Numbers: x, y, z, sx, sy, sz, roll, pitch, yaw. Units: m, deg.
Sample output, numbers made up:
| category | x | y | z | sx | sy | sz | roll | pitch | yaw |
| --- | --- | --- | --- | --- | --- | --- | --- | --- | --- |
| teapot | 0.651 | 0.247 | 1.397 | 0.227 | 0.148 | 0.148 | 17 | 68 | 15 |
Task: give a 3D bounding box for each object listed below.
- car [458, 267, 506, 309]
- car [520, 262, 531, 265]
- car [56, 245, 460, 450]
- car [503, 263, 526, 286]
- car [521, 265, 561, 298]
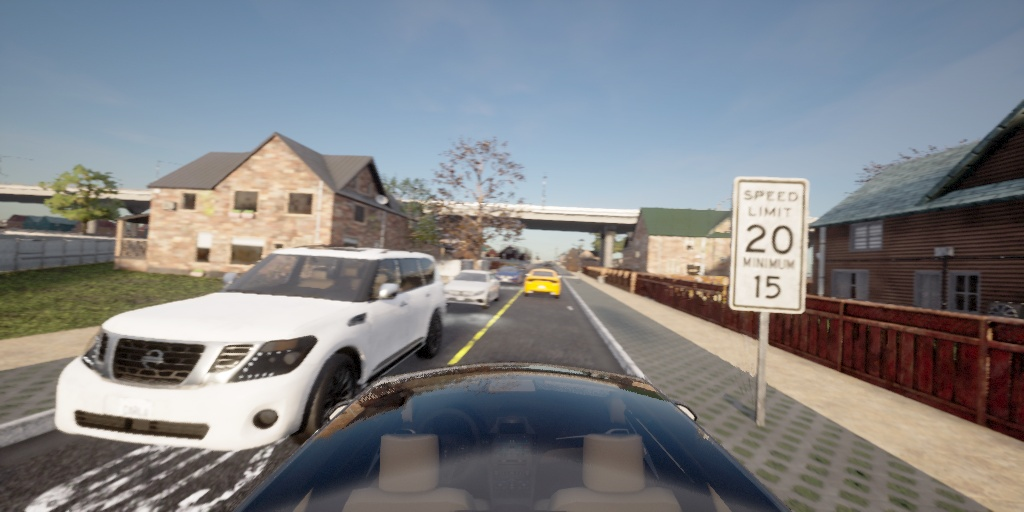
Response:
| category | x | y | z | sx | sy | sz | roll | pitch | yaw |
| --- | --- | --- | --- | --- | --- | --- | --- | --- | --- |
| car | -1.631 | 1.323 | 15.495 | 1.812 | 1.442 | 4.674 | 3 | 0 | 6 |
| car | 1.376 | 1.384 | 43.003 | 1.994 | 1.385 | 4.181 | 3 | -1 | 6 |
| car | -2.637 | 0.865 | 5.524 | 2.150 | 2.045 | 5.566 | 3 | -1 | 5 |
| car | -0.217 | 1.527 | 28.823 | 1.812 | 1.442 | 4.674 | 3 | -1 | 6 |
| car | 1.829 | 1.520 | 21.166 | 1.882 | 1.535 | 5.008 | 3 | -1 | 6 |
